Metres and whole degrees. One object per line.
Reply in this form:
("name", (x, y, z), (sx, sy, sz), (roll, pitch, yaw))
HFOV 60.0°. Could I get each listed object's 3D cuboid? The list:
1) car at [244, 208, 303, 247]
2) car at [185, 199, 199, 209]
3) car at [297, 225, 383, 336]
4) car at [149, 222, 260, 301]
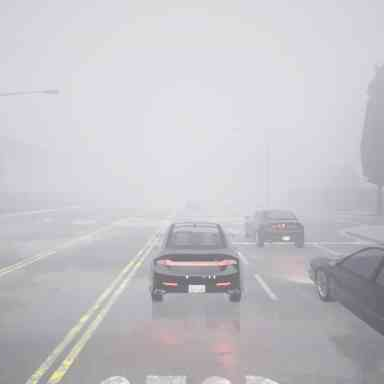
("car", (3.562, 1.505, 14.989), (1.837, 1.490, 4.892), (0, 0, 0))
("car", (-0.008, 1.601, 44.106), (1.895, 1.301, 4.718), (0, 0, 0))
("car", (3.587, 1.547, 5.242), (2.033, 1.411, 5.357), (0, 0, 0))
("car", (0.080, 1.491, 8.287), (2.128, 1.511, 4.902), (0, 0, 0))
